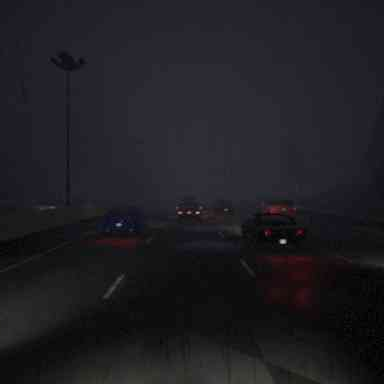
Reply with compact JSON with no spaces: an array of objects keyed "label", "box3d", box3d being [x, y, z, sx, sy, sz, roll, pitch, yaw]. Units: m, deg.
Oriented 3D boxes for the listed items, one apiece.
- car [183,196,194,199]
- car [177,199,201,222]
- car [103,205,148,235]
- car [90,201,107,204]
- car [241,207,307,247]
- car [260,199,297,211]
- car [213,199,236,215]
[{"label":"car","box3d":[-0.449,1.286,41.539,2.097,1.767,4.553,0,0,-1]},{"label":"car","box3d":[-0.237,1.506,26.036,2.033,1.411,5.357,0,0,-1]},{"label":"car","box3d":[-3.642,1.453,18.858,1.882,1.535,5.008,0,0,-1]},{"label":"car","box3d":[-14.773,1.537,53.118,1.895,1.301,4.718,0,0,0]},{"label":"car","box3d":[3.413,1.572,14.808,1.895,1.301,4.718,0,0,-1]},{"label":"car","box3d":[6.755,1.300,26.550,2.097,1.767,4.553,0,0,-1]},{"label":"car","box3d":[3.165,1.468,33.312,1.812,1.442,4.674,0,0,-1]}]
